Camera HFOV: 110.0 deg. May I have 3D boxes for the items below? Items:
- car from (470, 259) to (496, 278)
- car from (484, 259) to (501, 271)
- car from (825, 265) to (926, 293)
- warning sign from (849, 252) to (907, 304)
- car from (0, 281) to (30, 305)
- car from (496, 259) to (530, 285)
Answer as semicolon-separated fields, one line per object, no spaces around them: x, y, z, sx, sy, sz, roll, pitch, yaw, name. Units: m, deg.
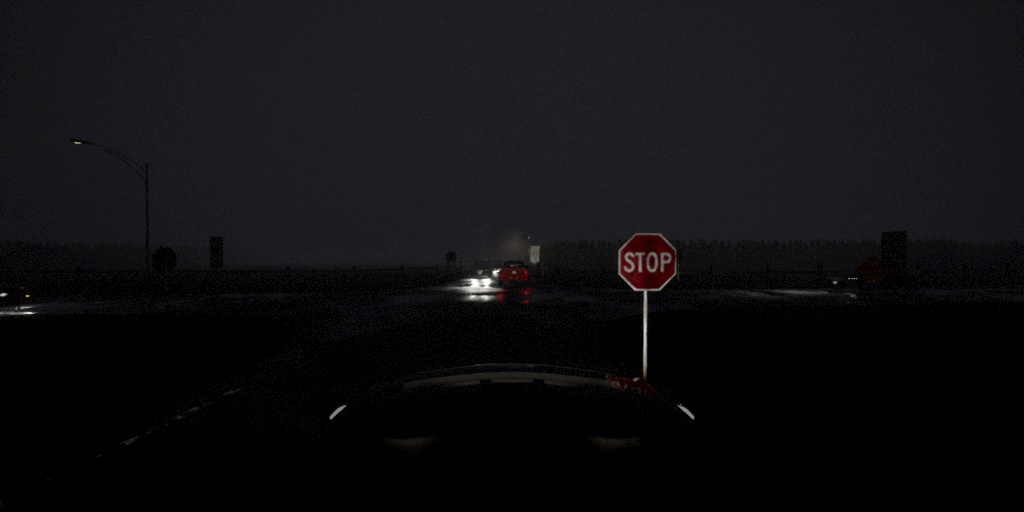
-2.780;1.231;33.588;2.128;1.511;4.902;0;0;0;car
-2.735;1.217;50.472;2.128;1.511;4.902;0;0;0;car
20.224;1.197;20.034;4.902;1.511;2.128;0;1;-7;car
14.089;0.881;13.976;1.060;1.860;1.300;0;0;-6;warning sign
-22.090;1.360;14.144;4.181;1.385;1.994;0;1;-1;car
0.149;1.095;25.781;2.097;1.767;4.553;0;0;0;car
